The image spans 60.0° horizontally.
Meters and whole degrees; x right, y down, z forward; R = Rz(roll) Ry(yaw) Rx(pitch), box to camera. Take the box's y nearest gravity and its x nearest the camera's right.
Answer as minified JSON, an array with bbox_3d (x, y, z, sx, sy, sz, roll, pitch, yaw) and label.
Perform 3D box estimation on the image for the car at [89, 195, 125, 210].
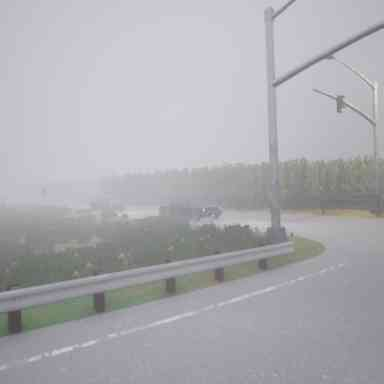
[{"bbox_3d":[-8.110,1.092,31.519,1.837,1.490,4.892,-4,2,-40],"label":"car"}]

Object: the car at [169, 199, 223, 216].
[{"bbox_3d":[-0.138,1.140,22.196,1.895,1.301,4.718,-4,2,-41],"label":"car"}]
